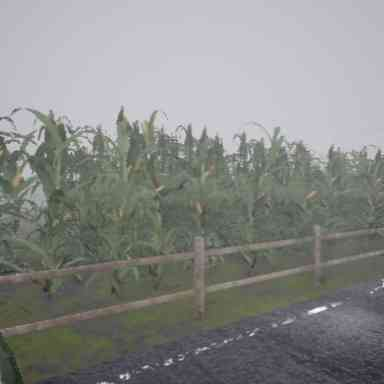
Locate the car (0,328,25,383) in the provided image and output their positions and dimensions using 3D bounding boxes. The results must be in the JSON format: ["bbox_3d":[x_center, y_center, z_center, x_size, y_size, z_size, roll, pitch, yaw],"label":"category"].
[{"bbox_3d":[-2.884,1.349,1.011,4.553,1.767,2.097,0,0,-35],"label":"car"}]
